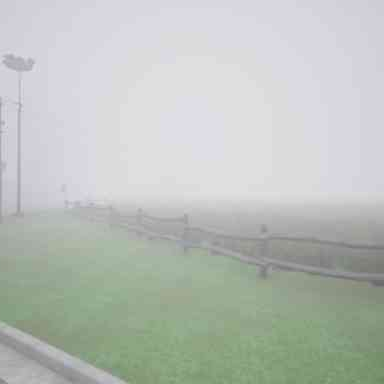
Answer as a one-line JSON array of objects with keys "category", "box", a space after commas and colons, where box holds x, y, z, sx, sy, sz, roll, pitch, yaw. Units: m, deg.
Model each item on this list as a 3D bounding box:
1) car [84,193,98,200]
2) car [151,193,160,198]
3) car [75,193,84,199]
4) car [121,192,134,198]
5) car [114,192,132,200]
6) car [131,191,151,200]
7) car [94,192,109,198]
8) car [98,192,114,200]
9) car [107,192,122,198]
[{"category": "car", "box": [-21.451, 0.897, 74.083, 1.882, 1.535, 5.008, 0, 0, 10]}, {"category": "car", "box": [-9.269, 0.870, 82.476, 1.994, 1.385, 4.181, 0, 0, 10]}, {"category": "car", "box": [-24.797, 0.914, 75.251, 1.812, 1.442, 4.674, 0, 0, 10]}, {"category": "car", "box": [-16.158, 0.811, 83.717, 1.994, 1.385, 4.181, 0, 0, 10]}, {"category": "car", "box": [-14.562, 1.028, 72.843, 2.033, 1.411, 5.357, 0, 0, 10]}, {"category": "car", "box": [-11.039, 1.112, 72.662, 1.895, 1.301, 4.718, 0, 0, 10]}, {"category": "car", "box": [-23.042, 0.794, 84.988, 1.895, 1.301, 4.718, 0, 0, 10]}, {"category": "car", "box": [-18.007, 0.999, 73.463, 2.033, 1.411, 5.357, 0, 0, 10]}, {"category": "car", "box": [-19.602, 0.707, 84.337, 1.882, 1.535, 5.008, 0, 0, 10]}]
